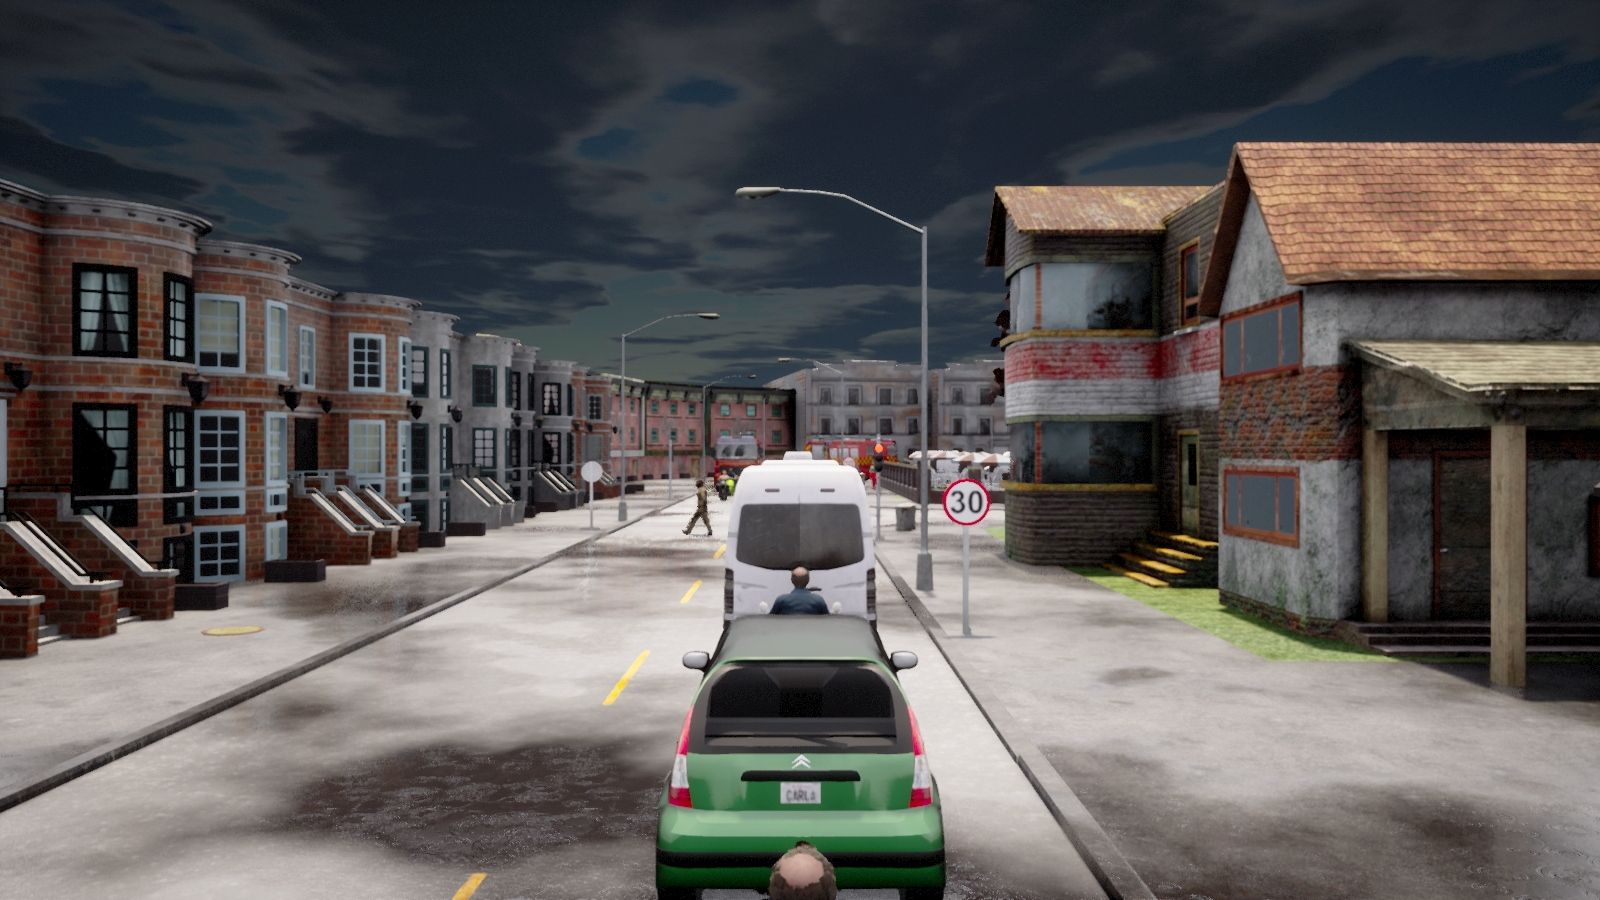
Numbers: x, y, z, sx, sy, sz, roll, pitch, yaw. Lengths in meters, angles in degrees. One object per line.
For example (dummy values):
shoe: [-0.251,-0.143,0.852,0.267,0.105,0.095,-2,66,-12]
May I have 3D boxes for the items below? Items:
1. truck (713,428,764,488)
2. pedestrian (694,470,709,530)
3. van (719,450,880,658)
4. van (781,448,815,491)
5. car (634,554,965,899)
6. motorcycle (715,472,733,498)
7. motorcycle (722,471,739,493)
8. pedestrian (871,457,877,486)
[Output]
truck: [-4.030,0.524,76.837,2.891,3.827,8.468,0,0,0]
pedestrian: [-3.086,1.559,35.875,0.375,1.860,0.375,0,0,11]
van: [-0.006,1.280,17.041,1.988,2.561,5.915,0,0,0]
van: [-0.089,1.178,70.978,1.988,2.561,5.915,0,0,1]
car: [-0.003,1.761,8.384,1.851,1.617,3.988,0,0,0]
motorcycle: [-4.006,1.834,60.178,0.764,1.277,2.356,0,0,0]
motorcycle: [-4.011,1.836,66.017,0.856,1.236,1.805,0,0,0]
pedestrian: [4.747,1.385,73.573,0.375,1.860,0.375,0,0,1]
